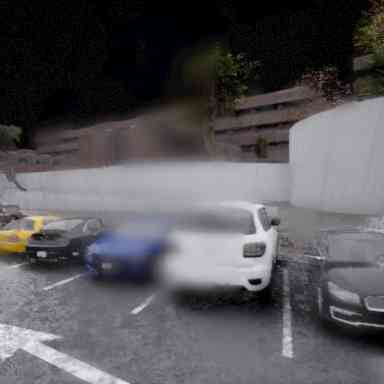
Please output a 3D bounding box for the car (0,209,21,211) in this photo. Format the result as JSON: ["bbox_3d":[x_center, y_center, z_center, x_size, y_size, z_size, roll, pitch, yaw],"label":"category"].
[{"bbox_3d":[-8.649,1.746,15.683,2.163,1.488,4.792,-1,-1,15],"label":"car"}]

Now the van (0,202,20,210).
[{"bbox_3d":[-11.111,1.534,17.277,1.878,1.987,4.442,0,-1,16],"label":"van"}]

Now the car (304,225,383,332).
[{"bbox_3d":[3.494,1.507,7.002,2.231,1.521,4.892,0,-1,15],"label":"car"}]

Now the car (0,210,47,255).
[{"bbox_3d":[-6.178,1.671,14.102,1.946,1.575,5.366,-1,-1,15],"label":"car"}]

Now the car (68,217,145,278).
[{"bbox_3d":[-1.365,1.584,10.463,2.097,1.535,5.008,0,-1,16],"label":"car"}]

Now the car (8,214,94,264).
[{"bbox_3d":[-3.802,1.628,12.186,2.231,1.521,4.892,-1,-1,15],"label":"car"}]

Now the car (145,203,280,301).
[{"bbox_3d":[1.060,1.292,8.762,2.435,2.045,5.566,-1,-1,15],"label":"car"}]
